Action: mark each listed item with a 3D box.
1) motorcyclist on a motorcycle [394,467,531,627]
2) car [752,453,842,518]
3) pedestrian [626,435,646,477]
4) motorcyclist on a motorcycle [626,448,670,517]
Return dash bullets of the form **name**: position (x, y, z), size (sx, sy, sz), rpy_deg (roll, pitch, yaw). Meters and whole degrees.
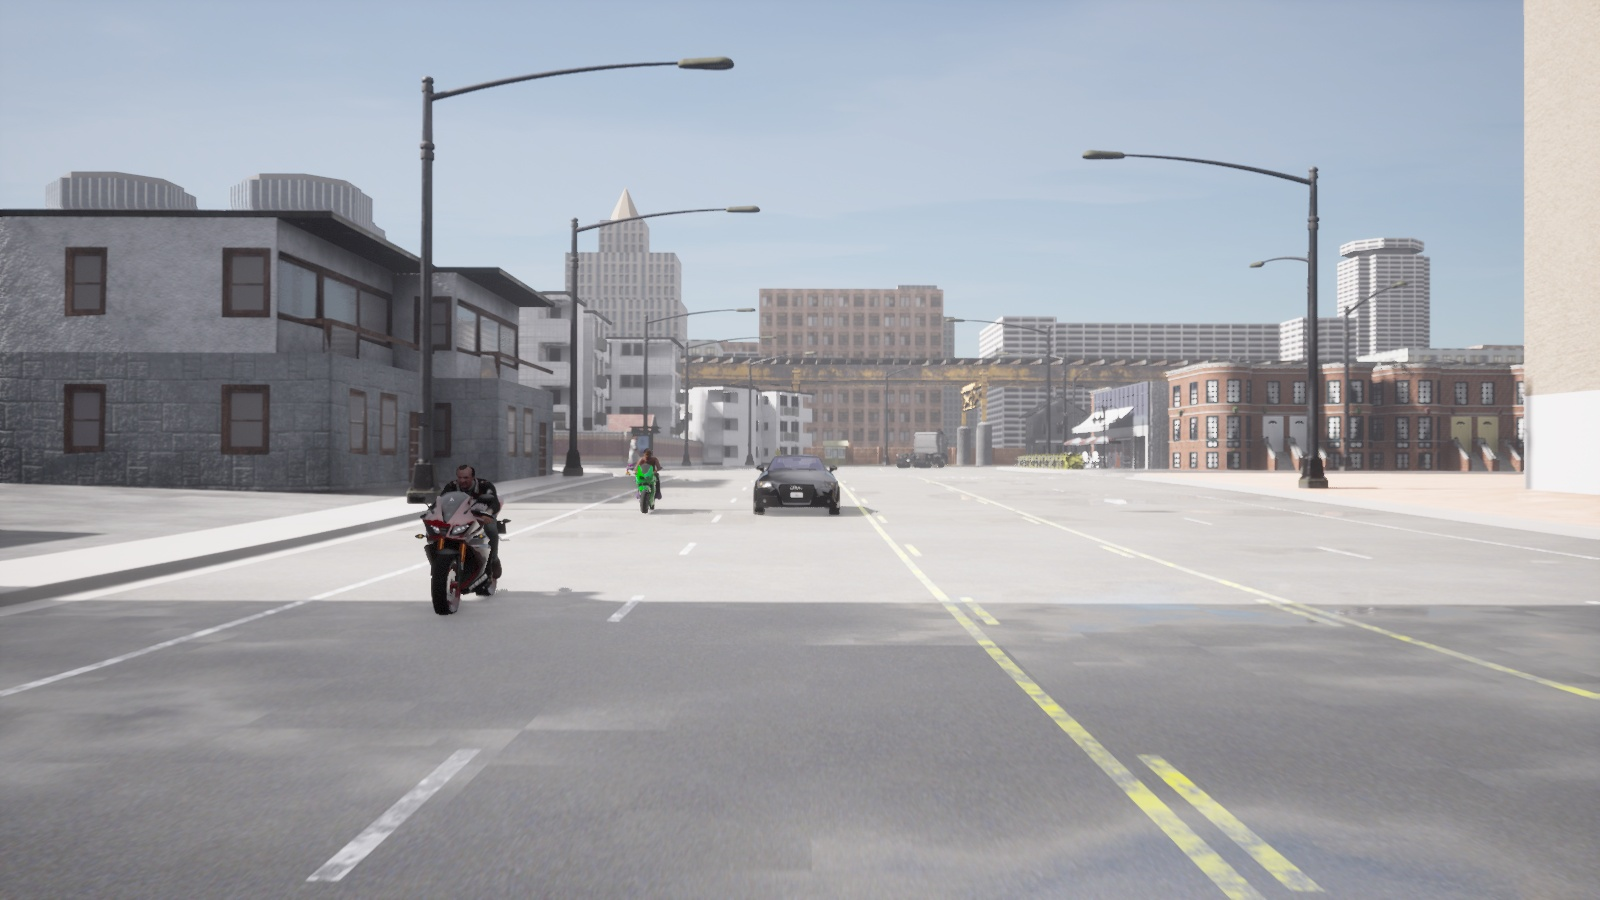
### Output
- **motorcyclist on a motorcycle**: position (-3.531, 0.959, 13.357), size (0.866, 1.530, 2.191), rpy_deg (0, 0, 0)
- **car**: position (-0.073, 0.797, 30.208), size (1.994, 1.385, 4.181), rpy_deg (0, 1, 0)
- **pedestrian**: position (-7.592, 0.267, 58.097), size (0.873, 1.952, 0.659), rpy_deg (0, 0, -4)
- **motorcyclist on a motorcycle**: position (-3.571, 0.738, 29.610), size (0.797, 1.523, 2.044), rpy_deg (0, 1, 0)
